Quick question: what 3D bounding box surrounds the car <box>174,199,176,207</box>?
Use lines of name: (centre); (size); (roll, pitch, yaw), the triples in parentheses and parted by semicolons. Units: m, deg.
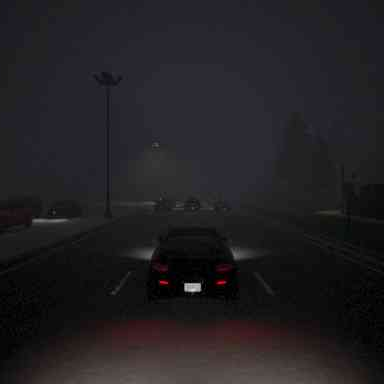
car: (-3.401, 1.546, 49.235); (1.994, 1.385, 4.181); (0, 0, 0)

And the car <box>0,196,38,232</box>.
car: (-11.465, 1.345, 19.841); (2.097, 1.767, 4.553); (0, 0, 0)

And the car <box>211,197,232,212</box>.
car: (3.579, 1.586, 39.247); (1.895, 1.301, 4.718); (0, 0, 0)

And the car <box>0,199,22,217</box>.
car: (-18.436, 1.493, 31.840); (1.837, 1.490, 4.892); (0, 0, 0)

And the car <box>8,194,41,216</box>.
car: (-14.942, 1.211, 28.775); (2.150, 2.045, 5.566); (0, 0, 0)

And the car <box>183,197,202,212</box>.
car: (0.078, 1.490, 38.808); (1.837, 1.490, 4.892); (0, 0, 0)

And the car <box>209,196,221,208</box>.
car: (3.599, 1.334, 49.191); (2.097, 1.767, 4.553); (0, 0, 0)

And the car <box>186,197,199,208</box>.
car: (0.099, 1.487, 49.228); (1.837, 1.490, 4.892); (0, 0, 0)

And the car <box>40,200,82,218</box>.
car: (-11.439, 1.494, 30.015); (1.837, 1.490, 4.892); (0, 0, 0)

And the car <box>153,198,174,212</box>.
car: (-3.421, 1.511, 39.231); (1.812, 1.442, 4.674); (0, 0, 0)

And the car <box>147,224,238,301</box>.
car: (0.017, 1.523, 8.198); (1.812, 1.442, 4.674); (0, 0, 0)
